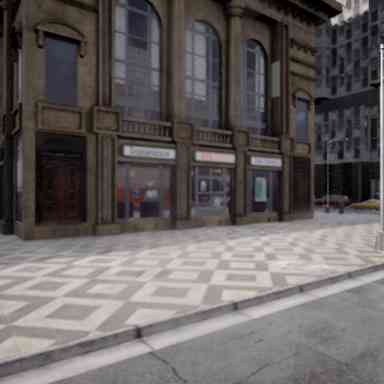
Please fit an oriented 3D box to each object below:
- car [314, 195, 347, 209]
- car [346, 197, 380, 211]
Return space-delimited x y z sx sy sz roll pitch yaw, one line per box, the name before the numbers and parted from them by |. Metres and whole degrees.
car | 18.632 1.332 44.834 2.192 1.841 5.009 0 0 -35
car | 21.758 1.527 40.391 1.752 1.417 4.829 0 0 -35
